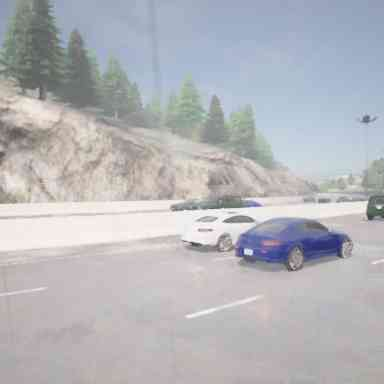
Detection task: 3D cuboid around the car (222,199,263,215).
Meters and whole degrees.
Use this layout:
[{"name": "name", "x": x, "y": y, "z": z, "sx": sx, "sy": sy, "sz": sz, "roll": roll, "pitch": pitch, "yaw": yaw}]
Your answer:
[{"name": "car", "x": 5.595, "y": 1.532, "z": 36.401, "sx": 5.008, "sy": 1.535, "sz": 1.882, "roll": 0, "pitch": 0, "yaw": -45}]

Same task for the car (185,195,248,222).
[{"name": "car", "x": 2.181, "y": 1.267, "z": 28.393, "sx": 5.566, "sy": 2.045, "sz": 2.150, "roll": 0, "pitch": 0, "yaw": -42}]

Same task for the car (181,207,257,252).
[{"name": "car", "x": 1.688, "y": 1.548, "z": 13.998, "sx": 4.674, "sy": 1.442, "sz": 1.812, "roll": 0, "pitch": 0, "yaw": -39}]

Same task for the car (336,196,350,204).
[{"name": "car", "x": 30.533, "y": 1.567, "z": 67.009, "sx": 1.837, "sy": 1.490, "sz": 4.892, "roll": 0, "pitch": 0, "yaw": 33}]

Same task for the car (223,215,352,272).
[{"name": "car", "x": 3.409, "y": 1.540, "z": 10.898, "sx": 4.674, "sy": 1.442, "sz": 1.812, "roll": 0, "pitch": 0, "yaw": -38}]

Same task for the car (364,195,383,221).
[{"name": "car", "x": 15.749, "y": 1.243, "z": 26.462, "sx": 5.566, "sy": 2.045, "sz": 2.150, "roll": 0, "pitch": 0, "yaw": -44}]
